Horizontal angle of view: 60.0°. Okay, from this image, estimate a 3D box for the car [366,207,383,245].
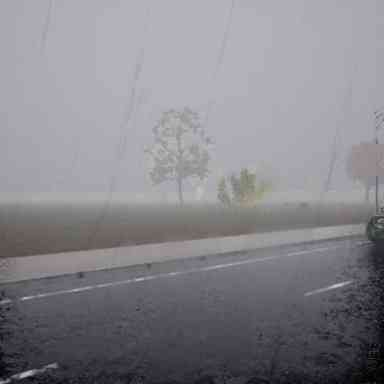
[{"bbox_3d":[10.085,1.276,14.870,5.566,2.045,2.150,0,0,-35],"label":"car"}]
